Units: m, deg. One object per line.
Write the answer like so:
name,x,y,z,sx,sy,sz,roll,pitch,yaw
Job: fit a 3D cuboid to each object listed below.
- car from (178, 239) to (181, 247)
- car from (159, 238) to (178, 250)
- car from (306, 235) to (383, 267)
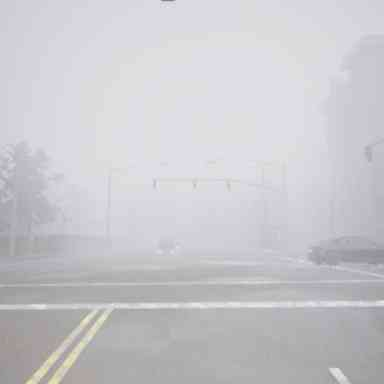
car,-3.126,9.775,64.364,2.128,1.511,4.902,0,-8,0
car,-3.341,6.903,44.537,1.882,1.535,5.008,0,-8,0
car,7.481,2.698,15.339,4.181,1.385,1.994,1,-8,0
